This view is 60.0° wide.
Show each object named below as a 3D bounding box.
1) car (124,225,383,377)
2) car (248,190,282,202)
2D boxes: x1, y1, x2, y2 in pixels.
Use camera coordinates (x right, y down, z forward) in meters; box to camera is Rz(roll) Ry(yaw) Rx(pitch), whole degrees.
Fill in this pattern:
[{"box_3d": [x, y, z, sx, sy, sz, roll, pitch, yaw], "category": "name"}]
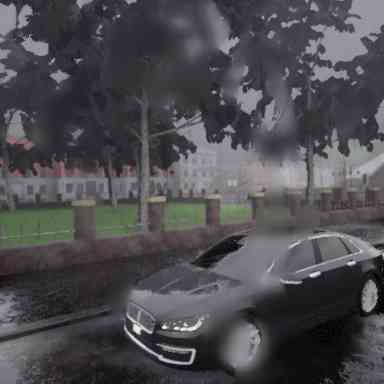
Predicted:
[{"box_3d": [1.304, 1.384, 5.494, 4.892, 1.490, 1.837, -2, 1, -35], "category": "car"}, {"box_3d": [9.044, 0.568, 40.885, 1.882, 1.535, 5.008, -2, 1, -35], "category": "car"}]
